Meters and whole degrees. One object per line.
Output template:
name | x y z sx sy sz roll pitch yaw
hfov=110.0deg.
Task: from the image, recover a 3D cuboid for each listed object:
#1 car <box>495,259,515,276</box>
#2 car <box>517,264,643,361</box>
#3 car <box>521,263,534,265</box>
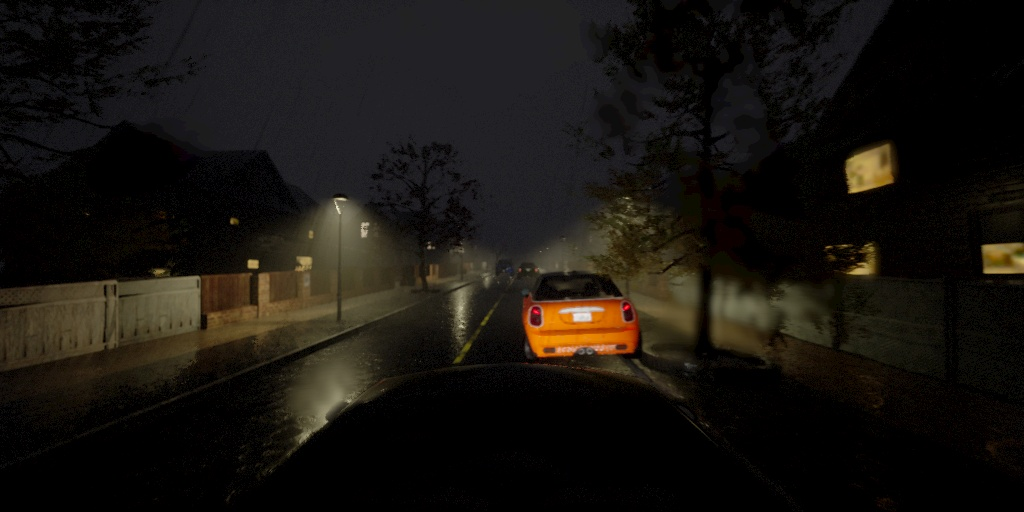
car | -0.843 1.423 44.597 2.150 2.045 5.566 0 -1 2
car | 1.280 1.107 8.194 2.097 1.767 4.553 -3 -2 2
car | 1.666 1.456 37.033 2.097 1.767 4.553 0 -1 3
